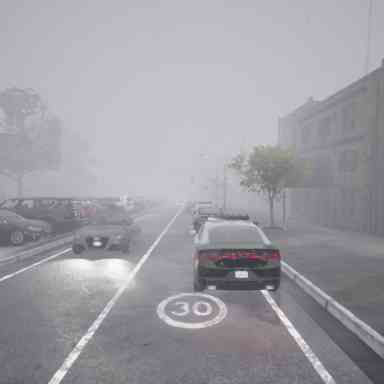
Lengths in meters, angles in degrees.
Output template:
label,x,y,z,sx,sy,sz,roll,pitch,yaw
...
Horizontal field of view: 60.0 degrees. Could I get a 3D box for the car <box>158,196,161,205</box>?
label,x,y,z,sx,sy,sz,roll,pitch,yaw
car,-8.859,2.001,62.529,5.008,1.535,2.097,0,-1,0

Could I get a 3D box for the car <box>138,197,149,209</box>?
label,x,y,z,sx,sy,sz,roll,pitch,yaw
car,-8.845,1.796,45.713,5.008,1.535,2.097,0,-1,0

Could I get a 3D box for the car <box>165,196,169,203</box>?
label,x,y,z,sx,sy,sz,roll,pitch,yaw
car,-8.847,1.922,76.547,5.566,2.045,2.435,0,-1,0

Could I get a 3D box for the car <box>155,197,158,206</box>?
label,x,y,z,sx,sy,sz,roll,pitch,yaw
car,-8.831,1.962,56.922,4.792,1.488,2.163,0,-1,0

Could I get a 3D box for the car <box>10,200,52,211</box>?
label,x,y,z,sx,sy,sz,roll,pitch,yaw
car,-21.927,1.833,45.371,4.674,1.452,2.002,0,-1,0

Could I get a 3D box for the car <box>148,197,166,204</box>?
label,x,y,z,sx,sy,sz,roll,pitch,yaw
car,-8.914,2.151,84.955,4.553,1.767,2.185,0,-1,0

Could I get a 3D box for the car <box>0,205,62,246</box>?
label,x,y,z,sx,sy,sz,roll,pitch,yaw
car,-8.843,1.514,14.878,4.892,1.521,2.231,0,0,0

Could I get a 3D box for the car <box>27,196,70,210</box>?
label,x,y,z,sx,sy,sz,roll,pitch,yaw
car,-21.906,1.609,50.943,5.566,2.045,2.435,0,-1,0

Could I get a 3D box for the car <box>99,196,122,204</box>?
label,x,y,z,sx,sy,sz,roll,pitch,yaw
car,-21.995,2.089,90.043,5.566,2.045,2.435,0,-1,0

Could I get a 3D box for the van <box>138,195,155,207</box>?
label,x,y,z,sx,sy,sz,roll,pitch,yaw
van,-8.741,1.672,54.122,4.442,1.987,1.878,0,-1,0

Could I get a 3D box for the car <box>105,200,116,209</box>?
label,x,y,z,sx,sy,sz,roll,pitch,yaw
car,-8.830,1.608,26.091,4.892,1.521,2.231,0,-1,0

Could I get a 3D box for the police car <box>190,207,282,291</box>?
label,x,y,z,sx,sy,sz,roll,pitch,yaw
police car,0.980,1.431,9.138,1.930,1.638,5.238,0,0,0

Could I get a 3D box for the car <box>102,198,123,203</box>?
label,x,y,z,sx,sy,sz,roll,pitch,yaw
car,-22.155,2.371,92.816,5.366,1.575,1.946,0,-1,0

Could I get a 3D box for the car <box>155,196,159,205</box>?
label,x,y,z,sx,sy,sz,roll,pitch,yaw
car,-8.833,1.996,59.725,4.792,1.488,2.163,0,-1,0

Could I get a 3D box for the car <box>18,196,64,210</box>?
label,x,y,z,sx,sy,sz,roll,pitch,yaw
car,-21.903,1.576,48.282,5.566,2.045,2.435,0,-1,0

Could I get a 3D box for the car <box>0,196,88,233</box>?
label,x,y,z,sx,sy,sz,roll,pitch,yaw
car,-8.863,1.283,17.685,5.566,2.045,2.435,0,0,0

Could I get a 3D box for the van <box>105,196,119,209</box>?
label,x,y,z,sx,sy,sz,roll,pitch,yaw
van,-8.953,1.407,28.896,4.442,1.987,1.878,0,-1,0

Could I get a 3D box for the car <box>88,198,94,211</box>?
label,x,y,z,sx,sy,sz,roll,pitch,yaw
car,-8.803,1.431,20.484,4.553,1.767,2.185,0,-1,0

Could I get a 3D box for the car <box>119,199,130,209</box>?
label,x,y,z,sx,sy,sz,roll,pitch,yaw
car,-8.834,1.658,31.697,5.008,1.535,2.097,0,-1,0

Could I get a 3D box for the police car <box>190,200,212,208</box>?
label,x,y,z,sx,sy,sz,roll,pitch,yaw
police car,0.988,1.559,25.166,1.930,1.638,5.238,0,-1,0

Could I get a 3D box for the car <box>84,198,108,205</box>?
label,x,y,z,sx,sy,sz,roll,pitch,yaw
car,-21.961,2.171,76.161,4.892,1.521,2.231,0,-1,0

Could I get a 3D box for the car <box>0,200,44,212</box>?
label,x,y,z,sx,sy,sz,roll,pitch,yaw
car,-21.922,1.765,42.711,5.008,1.535,2.097,0,-1,0

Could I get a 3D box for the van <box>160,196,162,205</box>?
label,x,y,z,sx,sy,sz,roll,pitch,yaw
van,-8.750,1.810,65.334,4.442,1.987,1.878,0,-1,0

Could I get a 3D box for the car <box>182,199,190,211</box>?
label,x,y,z,sx,sy,sz,roll,pitch,yaw
car,0.066,1.882,46.218,2.033,1.411,5.357,0,-1,1

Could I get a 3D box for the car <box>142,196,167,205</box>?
label,x,y,z,sx,sy,sz,roll,pitch,yaw
car,-8.850,1.956,79.350,5.566,2.045,2.435,0,-1,0

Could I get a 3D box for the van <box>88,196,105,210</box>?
label,x,y,z,sx,sy,sz,roll,pitch,yaw
van,-8.719,1.356,23.289,4.442,1.987,1.878,0,-1,0

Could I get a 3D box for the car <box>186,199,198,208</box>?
label,x,y,z,sx,sy,sz,roll,pitch,yaw
car,0.034,2.060,59.898,1.994,1.385,4.181,0,-1,0

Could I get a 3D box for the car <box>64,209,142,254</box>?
label,x,y,z,sx,sy,sz,roll,pitch,yaw
car,-3.243,1.594,13.365,1.994,1.385,4.181,0,0,0

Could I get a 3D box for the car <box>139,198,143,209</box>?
label,x,y,z,sx,sy,sz,roll,pitch,yaw
car,-8.817,1.766,40.105,4.792,1.488,2.163,0,-1,0

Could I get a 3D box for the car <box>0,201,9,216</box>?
label,x,y,z,sx,sy,sz,roll,pitch,yaw
car,-21.891,1.713,34.356,4.792,1.488,2.163,0,-1,0

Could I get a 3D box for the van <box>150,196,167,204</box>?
label,x,y,z,sx,sy,sz,roll,pitch,yaw
van,-9.004,2.119,90.562,4.442,1.987,1.878,0,-1,0

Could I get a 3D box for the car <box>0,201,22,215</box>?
label,x,y,z,sx,sy,sz,roll,pitch,yaw
car,-21.952,1.738,37.141,4.792,1.488,2.163,0,-1,0

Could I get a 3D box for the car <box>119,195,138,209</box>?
label,x,y,z,sx,sy,sz,roll,pitch,yaw
car,-8.870,1.432,34.503,5.566,2.045,2.435,0,-1,0

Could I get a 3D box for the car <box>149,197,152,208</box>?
label,x,y,z,sx,sy,sz,roll,pitch,yaw
car,-9.038,1.826,48.513,5.366,1.575,1.946,0,-1,0

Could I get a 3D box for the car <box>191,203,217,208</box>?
label,x,y,z,sx,sy,sz,roll,pitch,yaw
car,0.985,1.584,19.046,1.837,1.490,4.892,0,-1,0

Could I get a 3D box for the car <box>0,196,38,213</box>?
label,x,y,z,sx,sy,sz,roll,pitch,yaw
car,-21.897,1.484,39.927,5.566,2.045,2.435,0,-1,0
